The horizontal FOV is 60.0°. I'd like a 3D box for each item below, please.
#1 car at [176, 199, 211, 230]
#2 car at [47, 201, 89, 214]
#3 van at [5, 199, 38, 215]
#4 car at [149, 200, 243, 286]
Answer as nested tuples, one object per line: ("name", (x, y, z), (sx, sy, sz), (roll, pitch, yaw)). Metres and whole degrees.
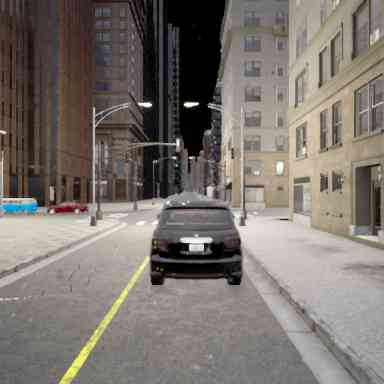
("car", (0.018, 1.378, 22.002), (2.097, 1.767, 4.553), (0, 0, -2))
("car", (-13.960, 1.759, 37.452), (4.507, 1.381, 1.887), (-1, 0, 0))
("van", (-19.587, 1.623, 37.474), (3.998, 1.788, 1.690), (-1, 0, 0))
("car", (0.106, 1.234, 9.567), (2.150, 2.045, 5.566), (0, 0, 0))
